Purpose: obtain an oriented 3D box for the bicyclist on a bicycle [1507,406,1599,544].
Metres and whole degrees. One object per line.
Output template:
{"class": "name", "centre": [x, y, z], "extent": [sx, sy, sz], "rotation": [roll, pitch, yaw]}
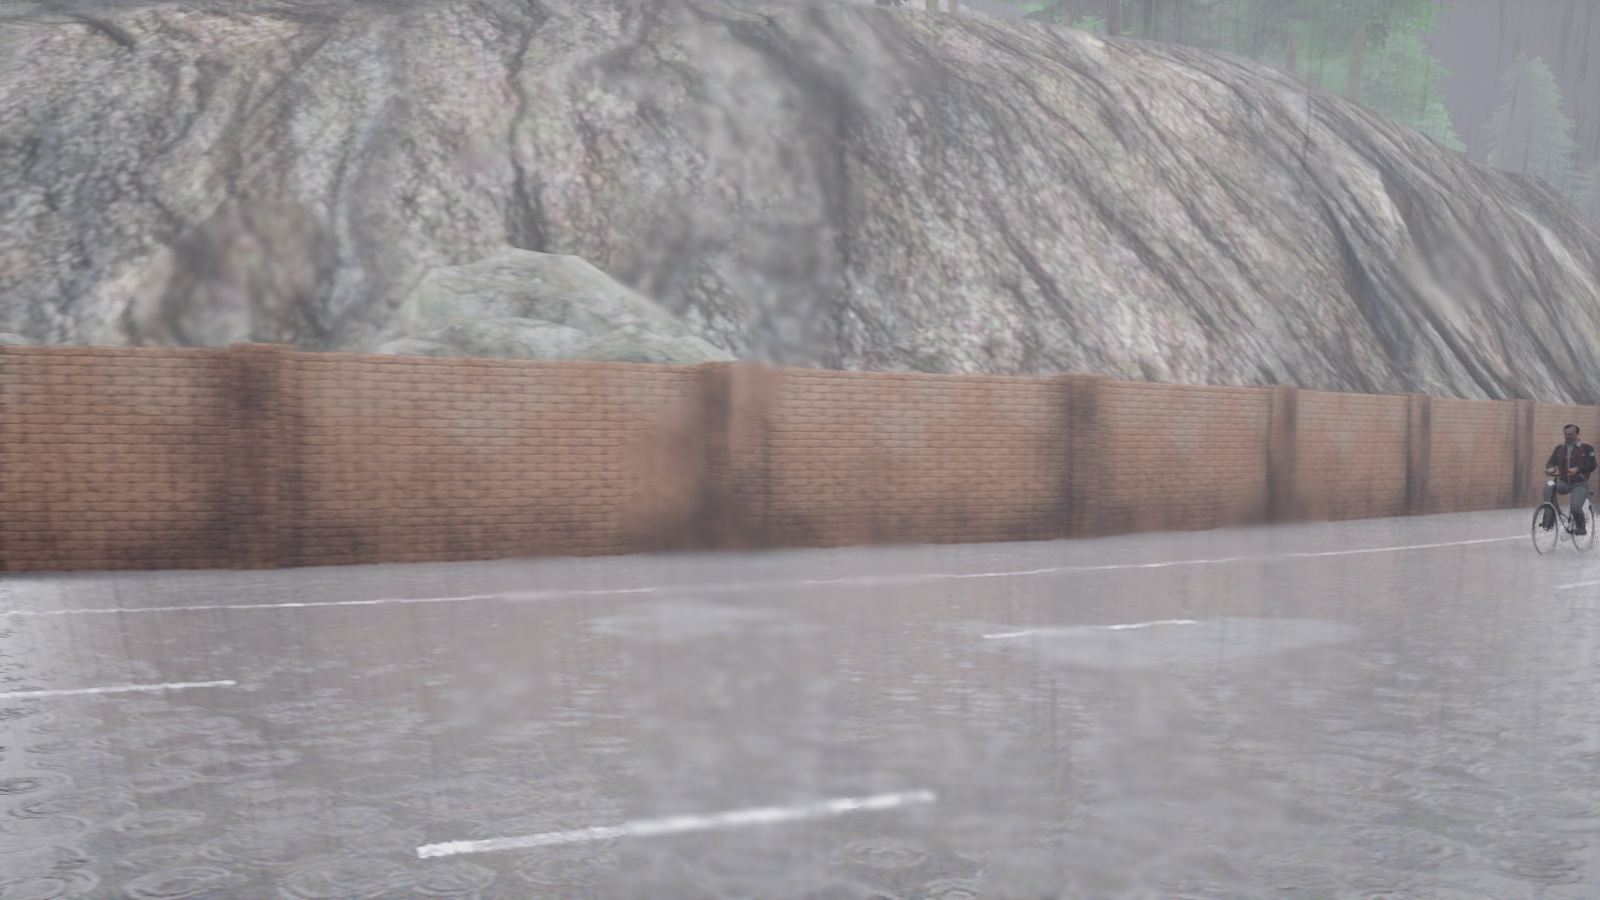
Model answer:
{"class": "bicyclist on a bicycle", "centre": [10.304, 0.310, 16.902], "extent": [1.843, 1.776, 0.659], "rotation": [-1, 0, -36]}
